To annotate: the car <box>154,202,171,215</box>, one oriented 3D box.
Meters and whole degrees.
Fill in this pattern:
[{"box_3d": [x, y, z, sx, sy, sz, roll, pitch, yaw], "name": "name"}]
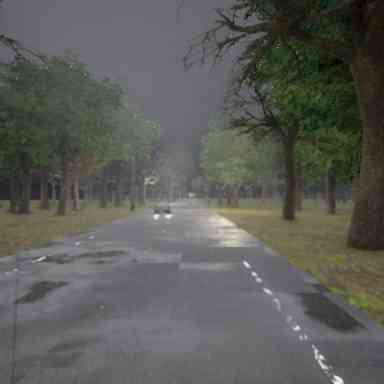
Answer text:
[{"box_3d": [-3.594, 1.986, 41.123, 1.812, 1.442, 4.674, 0, -1, 0], "name": "car"}]
